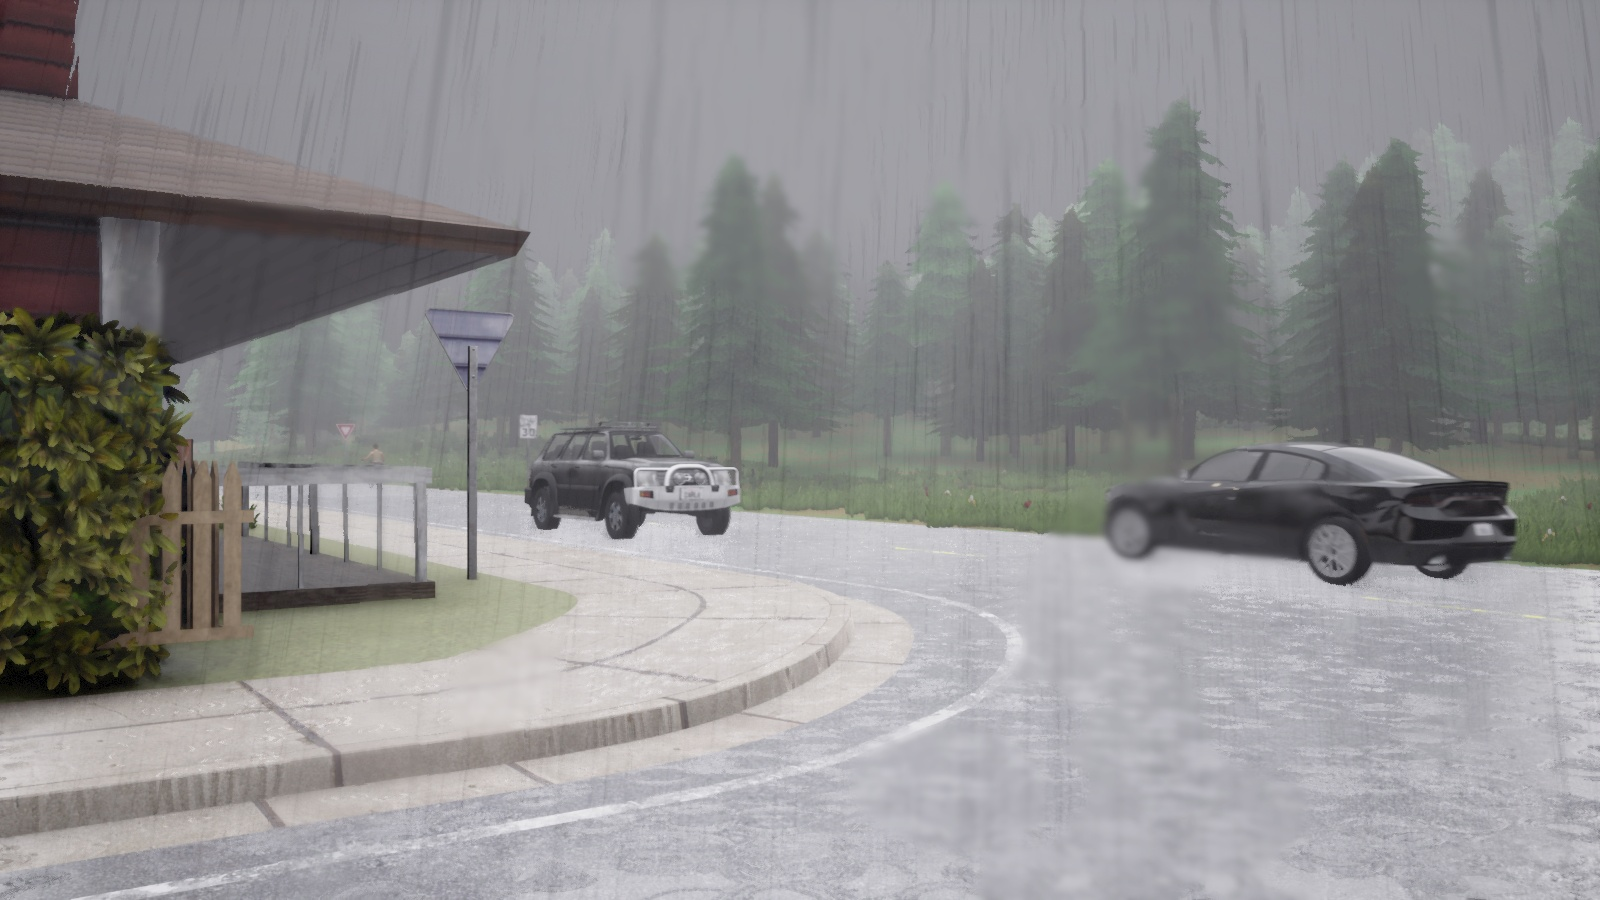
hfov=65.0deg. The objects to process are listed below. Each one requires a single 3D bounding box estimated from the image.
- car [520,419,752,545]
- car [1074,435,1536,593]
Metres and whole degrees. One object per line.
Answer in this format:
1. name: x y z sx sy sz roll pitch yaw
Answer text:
1. car: -2.863 0.479 20.970 1.932 1.855 4.605 0 0 -35
2. car: 5.653 0.617 14.856 1.882 1.535 5.008 0 0 -29
